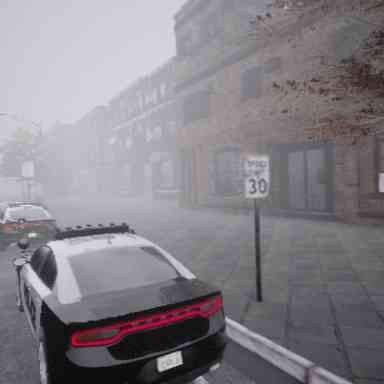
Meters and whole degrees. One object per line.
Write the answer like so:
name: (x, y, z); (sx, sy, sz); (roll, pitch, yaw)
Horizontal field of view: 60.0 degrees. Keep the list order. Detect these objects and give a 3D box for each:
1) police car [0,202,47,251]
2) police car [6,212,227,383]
police car: (-6.908, 1.266, 13.704); (1.930, 1.638, 5.238); (-2, 2, -32)
police car: (-1.585, 1.331, 5.238); (1.930, 1.638, 5.238); (-2, 2, -32)
